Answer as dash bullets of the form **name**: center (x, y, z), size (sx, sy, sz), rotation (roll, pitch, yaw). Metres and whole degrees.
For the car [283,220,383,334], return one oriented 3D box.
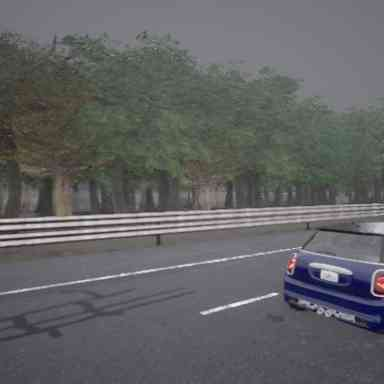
- **car**: center (3.915, 1.350, 6.495), size (4.553, 1.767, 2.097), rotation (0, 0, -35)
